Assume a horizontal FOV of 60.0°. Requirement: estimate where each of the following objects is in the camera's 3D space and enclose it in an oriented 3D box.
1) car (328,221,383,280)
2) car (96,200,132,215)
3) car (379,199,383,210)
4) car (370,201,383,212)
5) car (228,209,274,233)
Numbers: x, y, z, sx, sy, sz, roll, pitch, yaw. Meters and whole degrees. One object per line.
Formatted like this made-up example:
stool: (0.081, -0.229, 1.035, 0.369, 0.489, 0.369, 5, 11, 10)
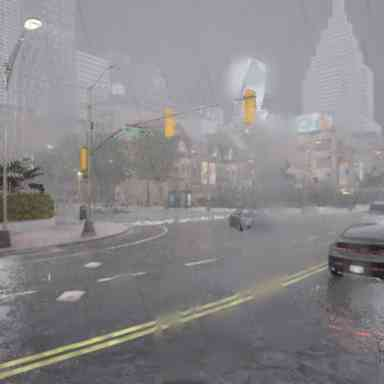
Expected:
car: (5.616, 1.612, 9.645, 1.837, 1.490, 4.892, 0, -1, 44)
car: (-9.138, 1.930, 38.711, 4.718, 1.301, 1.895, 0, -1, 42)
car: (31.116, 1.935, 52.242, 2.185, 1.767, 4.553, 0, -1, 42)
car: (26.879, 2.003, 47.408, 2.097, 1.535, 5.008, 0, -1, 42)
car: (3.672, 1.774, 21.406, 1.994, 1.385, 4.181, 0, -1, -8)
